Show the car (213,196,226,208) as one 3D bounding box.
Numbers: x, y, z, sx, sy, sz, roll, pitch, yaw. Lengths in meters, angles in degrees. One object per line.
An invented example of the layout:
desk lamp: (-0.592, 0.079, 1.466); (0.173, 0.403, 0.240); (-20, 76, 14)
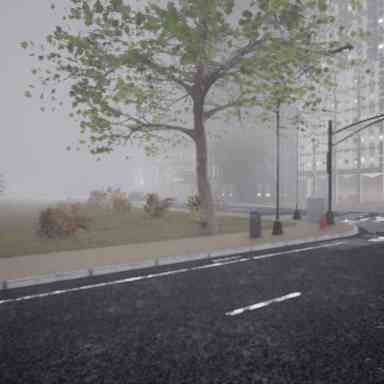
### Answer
car: (2.295, 1.234, 42.108); (2.128, 1.511, 4.902); (1, 0, -34)

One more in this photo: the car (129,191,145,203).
car: (-9.489, 0.925, 59.881); (2.150, 2.045, 5.566); (1, 0, -34)
